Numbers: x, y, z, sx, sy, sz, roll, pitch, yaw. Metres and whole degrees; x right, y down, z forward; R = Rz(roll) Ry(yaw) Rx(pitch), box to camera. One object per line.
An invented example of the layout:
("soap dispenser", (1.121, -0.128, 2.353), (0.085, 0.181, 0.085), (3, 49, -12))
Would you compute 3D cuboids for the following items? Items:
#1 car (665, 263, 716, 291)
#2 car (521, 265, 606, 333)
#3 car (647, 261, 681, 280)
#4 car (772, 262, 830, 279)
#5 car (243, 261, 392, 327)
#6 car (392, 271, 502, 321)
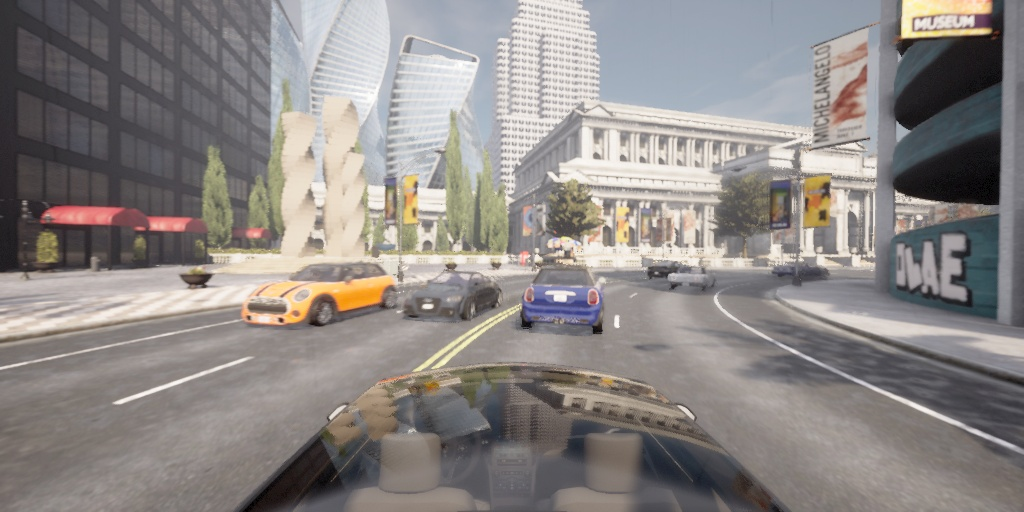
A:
("car", (10.980, 1.278, 21.636), (1.895, 1.301, 4.718), (1, 1, 37))
("car", (1.723, 1.036, 10.847), (2.097, 1.767, 4.553), (1, 1, 15))
("car", (12.477, 1.109, 28.199), (5.008, 1.535, 1.882), (0, 0, -44))
("car", (26.255, 1.273, 32.614), (5.357, 1.411, 2.033), (0, 1, -19))
("car", (-5.568, 0.964, 11.054), (2.097, 1.767, 4.553), (1, 1, 15))
("car", (-1.785, 1.204, 11.917), (1.994, 1.385, 4.181), (1, 1, 17))
